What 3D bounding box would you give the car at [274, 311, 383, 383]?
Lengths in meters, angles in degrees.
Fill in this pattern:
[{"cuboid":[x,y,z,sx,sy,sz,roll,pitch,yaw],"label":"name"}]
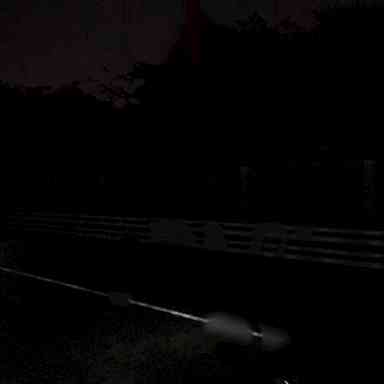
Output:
[{"cuboid":[2.956,1.470,1.882,5.008,1.535,1.882,0,0,36],"label":"car"}]
